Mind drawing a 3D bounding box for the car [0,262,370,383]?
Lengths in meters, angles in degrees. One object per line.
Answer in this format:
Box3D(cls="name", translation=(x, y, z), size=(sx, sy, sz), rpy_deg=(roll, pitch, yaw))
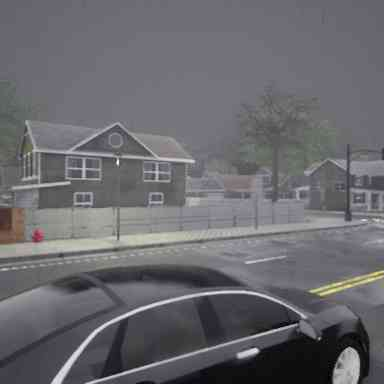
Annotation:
Box3D(cls="car", translation=(-0.089, 1.517, 3.372), size=(4.892, 1.490, 1.837), rpy_deg=(1, -1, -36))
